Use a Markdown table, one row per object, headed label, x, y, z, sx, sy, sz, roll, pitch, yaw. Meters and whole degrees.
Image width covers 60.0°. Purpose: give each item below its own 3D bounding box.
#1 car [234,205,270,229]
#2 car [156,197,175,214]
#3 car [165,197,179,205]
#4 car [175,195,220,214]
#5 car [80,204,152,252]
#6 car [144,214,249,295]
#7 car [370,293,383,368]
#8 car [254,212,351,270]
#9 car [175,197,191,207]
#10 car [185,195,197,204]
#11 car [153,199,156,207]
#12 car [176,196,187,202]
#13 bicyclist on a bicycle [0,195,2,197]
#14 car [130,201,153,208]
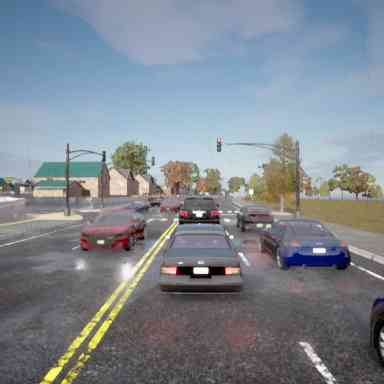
| label | x | y | z | sx | sy | sz | roll | pitch | yaw |
| --- | --- | --- | --- | --- | --- | --- | --- | --- | --- |
| car | 3.693 | 1.520 | 19.961 | 1.837 | 1.490 | 4.892 | 0 | 0 | 3 |
| car | -2.372 | 1.523 | 36.826 | 1.882 | 1.535 | 5.008 | 0 | 0 | 3 |
| car | -3.853 | 1.667 | 64.910 | 2.033 | 1.411 | 5.357 | 0 | 0 | 5 |
| car | 0.426 | 1.237 | 19.106 | 2.150 | 2.045 | 5.566 | 0 | 0 | 1 |
| car | -3.143 | 1.488 | 14.160 | 1.882 | 1.535 | 5.008 | 0 | 0 | 1 |
| car | 0.206 | 1.553 | 8.859 | 2.033 | 1.411 | 5.357 | 0 | 0 | 1 |
| car | 3.385 | 1.353 | 2.548 | 2.097 | 1.767 | 4.553 | 0 | 0 | 0 |
| car | 3.503 | 1.570 | 11.068 | 1.994 | 1.385 | 4.181 | 0 | 0 | 1 |
| car | -1.407 | 1.577 | 54.072 | 2.128 | 1.511 | 4.902 | 0 | 0 | 4 |
| car | -0.199 | 1.482 | 69.471 | 2.097 | 1.767 | 4.553 | 0 | 0 | 4 |
| car | -4.948 | 1.678 | 49.630 | 1.895 | 1.301 | 4.718 | 0 | 0 | 4 |
| car | -2.523 | 1.712 | 80.148 | 1.994 | 1.385 | 4.181 | 0 | 0 | 5 |
| bicyclist on a bicycle | -23.939 | 1.035 | 41.330 | 0.582 | 1.620 | 1.656 | 1 | -1 | 16 |
| car | -5.714 | 1.645 | 34.908 | 1.895 | 1.301 | 4.718 | 0 | 0 | 3 |
